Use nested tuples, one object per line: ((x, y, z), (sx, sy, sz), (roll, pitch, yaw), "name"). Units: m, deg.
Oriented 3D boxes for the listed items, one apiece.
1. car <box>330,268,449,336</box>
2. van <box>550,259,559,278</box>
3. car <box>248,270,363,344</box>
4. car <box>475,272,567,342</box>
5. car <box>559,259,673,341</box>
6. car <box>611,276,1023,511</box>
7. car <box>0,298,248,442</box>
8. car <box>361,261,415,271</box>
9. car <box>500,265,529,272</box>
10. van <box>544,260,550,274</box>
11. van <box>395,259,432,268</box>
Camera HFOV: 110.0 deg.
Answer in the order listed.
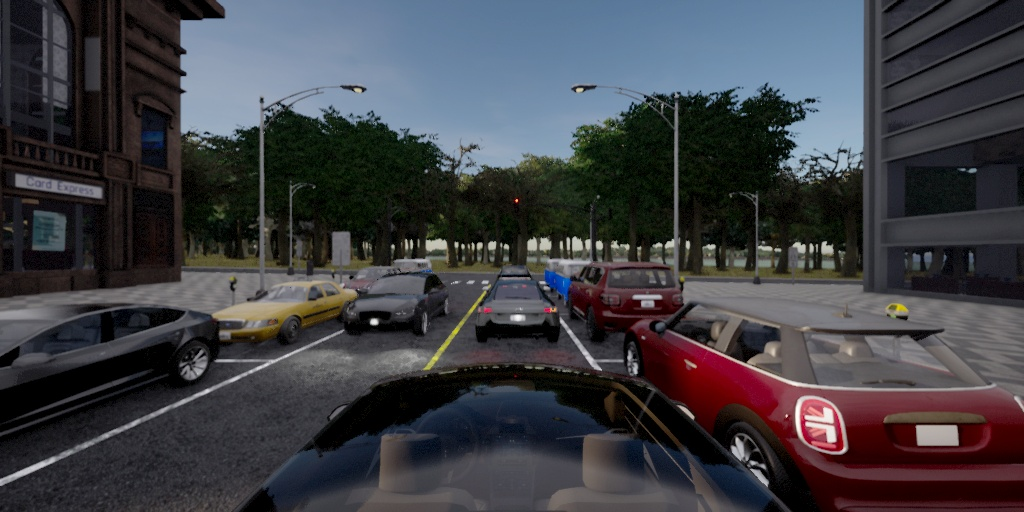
((-3.053, 1.249, 10.427), (1.837, 1.490, 4.892), (0, 0, 0), "car")
((2.783, 1.078, 15.144), (1.690, 1.789, 3.998), (0, 0, 0), "van")
((-5.751, 1.268, 9.551), (1.751, 1.417, 4.829), (0, 0, 0), "car")
((0.117, 1.306, 9.754), (1.994, 1.385, 4.181), (0, 0, 0), "car")
((2.775, 1.057, 9.707), (2.192, 1.841, 5.009), (0, 0, 0), "car")
((2.766, 1.187, 4.269), (1.967, 1.591, 4.097), (0, 0, 0), "car")
((-5.759, 1.313, 4.283), (1.948, 1.339, 4.313), (0, 0, 0), "car")
((-5.742, 1.178, 15.158), (1.967, 1.591, 4.097), (0, 0, 0), "car")
((0.127, 1.226, 18.635), (2.128, 1.511, 4.902), (0, 0, 0), "car")
((2.792, 1.074, 20.582), (1.690, 1.789, 3.998), (0, 0, 0), "van")
((-5.733, 1.074, 20.596), (1.690, 1.789, 3.998), (0, 0, 0), "van")
